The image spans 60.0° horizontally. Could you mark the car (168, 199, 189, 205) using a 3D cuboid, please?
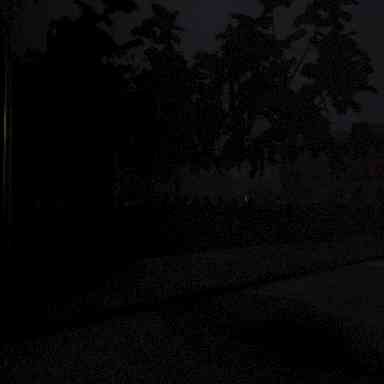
[{"bbox_3d":[-2.500,1.919,56.316,1.895,1.301,4.718,1,0,-35],"label":"car"}]
